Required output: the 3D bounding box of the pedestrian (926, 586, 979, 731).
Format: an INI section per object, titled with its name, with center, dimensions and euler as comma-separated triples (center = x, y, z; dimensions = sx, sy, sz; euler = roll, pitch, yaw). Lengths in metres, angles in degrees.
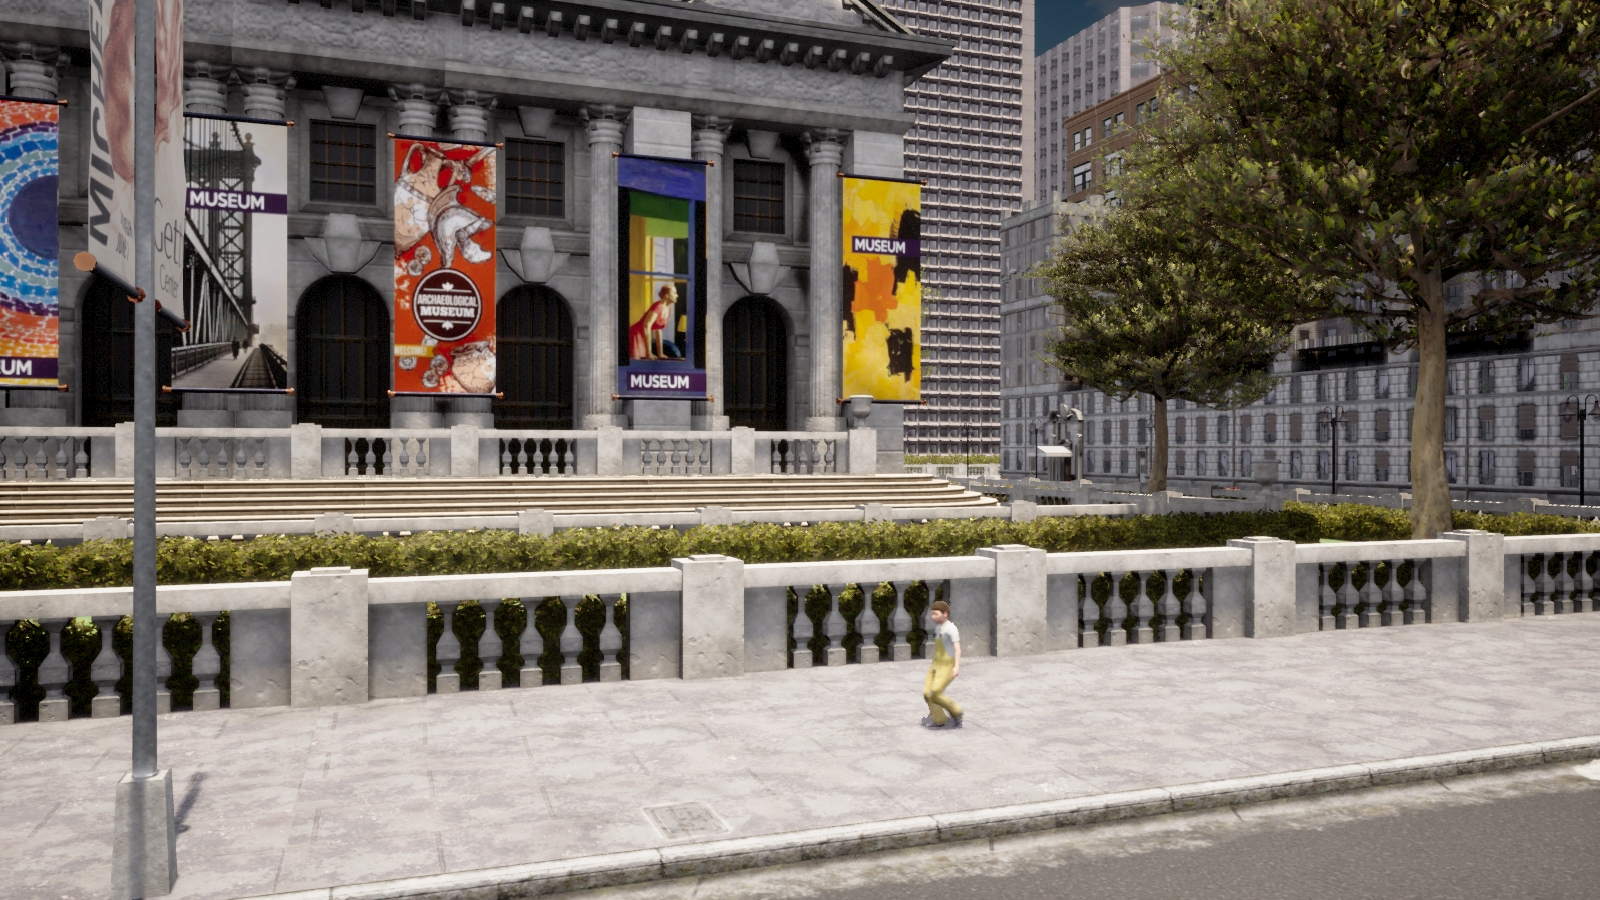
[pedestrian]
center = 1.457, 1.978, 10.936
dimensions = 0.375, 1.300, 0.375
euler = 0, 0, -20
